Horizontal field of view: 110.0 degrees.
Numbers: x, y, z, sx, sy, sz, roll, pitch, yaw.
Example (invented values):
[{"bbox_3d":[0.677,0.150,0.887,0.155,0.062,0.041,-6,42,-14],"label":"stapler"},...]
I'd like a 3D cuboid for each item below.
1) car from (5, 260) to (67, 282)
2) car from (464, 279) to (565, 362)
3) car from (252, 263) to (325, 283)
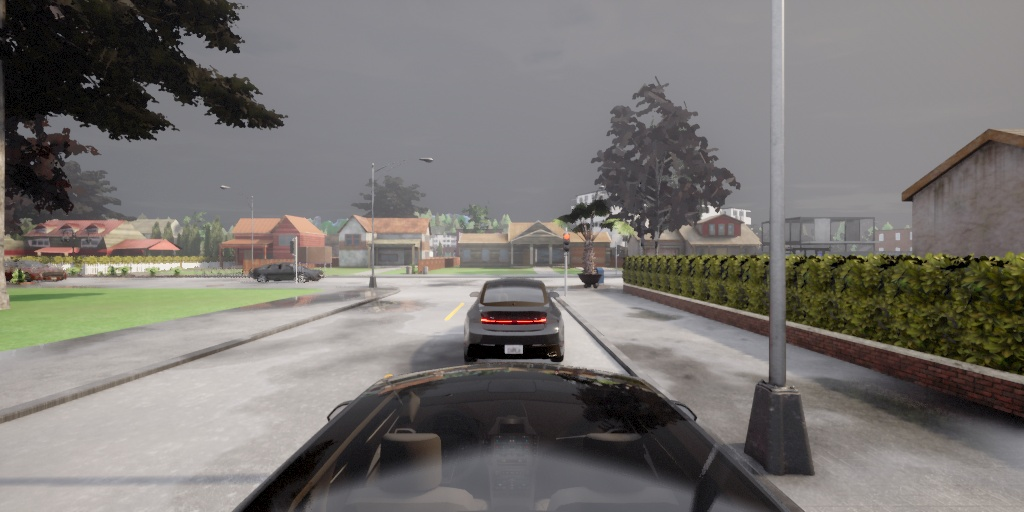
[{"bbox_3d":[-36.493,1.103,26.812,4.553,1.767,2.097,0,0,0],"label":"car"},{"bbox_3d":[0.052,1.255,8.187,1.837,1.490,4.892,0,0,1],"label":"car"},{"bbox_3d":[-16.664,1.255,26.823,4.892,1.490,1.837,0,0,0],"label":"car"}]
